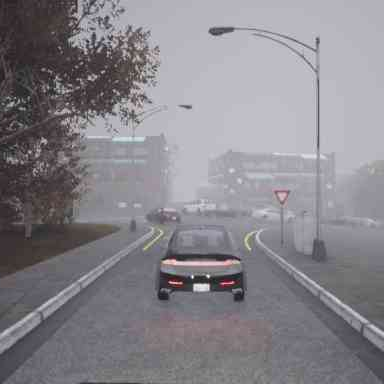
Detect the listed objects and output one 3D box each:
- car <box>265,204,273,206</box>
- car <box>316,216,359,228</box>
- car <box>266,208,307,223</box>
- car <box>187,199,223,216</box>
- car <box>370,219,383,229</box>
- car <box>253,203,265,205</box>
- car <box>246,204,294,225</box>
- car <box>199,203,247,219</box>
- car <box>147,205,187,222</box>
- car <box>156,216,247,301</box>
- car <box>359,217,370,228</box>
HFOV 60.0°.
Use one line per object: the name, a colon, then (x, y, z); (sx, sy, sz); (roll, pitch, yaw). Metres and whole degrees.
car: (9.718, 2.617, 43.814); (2.435, 2.045, 5.566); (7, -3, -32)
car: (17.049, 3.511, 39.961); (4.718, 1.301, 1.895); (5, -2, -11)
car: (12.535, 3.145, 44.584); (1.946, 1.575, 5.366); (6, -3, -31)
car: (0.908, 1.929, 41.961); (2.435, 2.045, 5.566); (1, -2, -31)
car: (24.431, 4.316, 46.757); (2.002, 1.452, 4.674); (7, -3, -31)
car: (6.734, 2.457, 43.187); (2.185, 1.767, 4.553); (6, -3, -32)
car: (8.400, 2.479, 34.302); (4.674, 1.442, 1.812); (5, -2, -11)
car: (3.564, 2.315, 37.233); (4.718, 1.301, 1.895); (3, -1, -11)
car: (-2.502, 1.999, 29.257); (1.812, 1.442, 4.674); (0, -1, -27)
car: (0.215, 1.579, 8.516); (2.128, 1.511, 4.902); (0, -1, 1)
car: (21.473, 4.034, 46.173); (2.002, 1.452, 4.674); (6, -3, -31)
